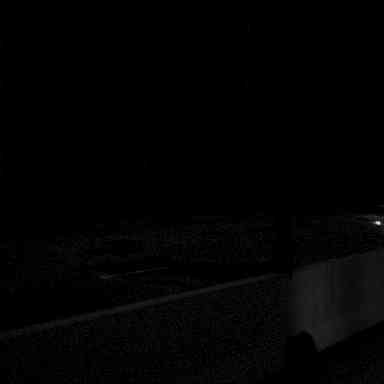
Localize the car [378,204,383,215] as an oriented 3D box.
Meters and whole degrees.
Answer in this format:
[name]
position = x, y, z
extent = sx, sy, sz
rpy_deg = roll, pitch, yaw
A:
[car]
position = 18.881, 1.336, 30.365
extent = 5.008, 1.535, 1.882
rpy_deg = 0, 0, -36
